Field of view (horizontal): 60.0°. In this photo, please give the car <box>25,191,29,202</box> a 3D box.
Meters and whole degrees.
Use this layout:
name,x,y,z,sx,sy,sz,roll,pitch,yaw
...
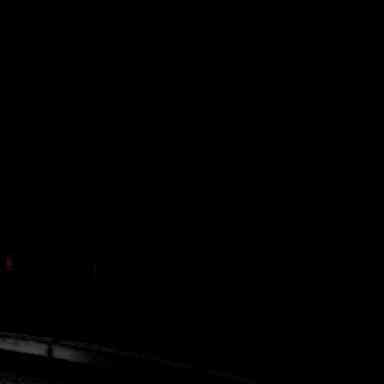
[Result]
name,x,y,z,sx,sy,sz,roll,pitch,yaw
car,-26.802,0.936,59.659,5.566,2.045,2.435,-1,1,-32

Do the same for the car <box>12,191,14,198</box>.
name,x,y,z,sx,sy,sz,roll,pitch,yaw
car,-41.742,1.085,83.621,5.008,1.535,2.097,-1,1,-32

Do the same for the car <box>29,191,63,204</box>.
name,x,y,z,sx,sy,sz,roll,pitch,yaw
car,-23.767,1.068,54.741,4.553,1.767,2.185,-1,1,-32
